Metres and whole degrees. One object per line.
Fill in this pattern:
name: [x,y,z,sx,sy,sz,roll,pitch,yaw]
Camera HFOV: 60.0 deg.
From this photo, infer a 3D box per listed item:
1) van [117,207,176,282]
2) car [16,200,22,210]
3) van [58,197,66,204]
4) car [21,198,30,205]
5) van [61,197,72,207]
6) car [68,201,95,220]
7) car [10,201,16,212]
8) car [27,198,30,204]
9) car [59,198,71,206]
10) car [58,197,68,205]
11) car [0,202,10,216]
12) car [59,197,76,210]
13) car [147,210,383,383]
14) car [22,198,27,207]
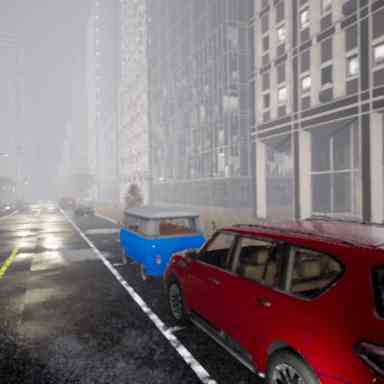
van: [-1.040,1.373,9.783,1.690,1.788,3.998,-2,0,-23]
car: [-28.876,2.155,53.304,1.752,1.417,4.829,-2,0,-23]
van: [-32.480,2.071,82.875,1.690,1.788,3.998,-2,0,-23]
car: [-42.419,2.367,84.785,1.967,1.590,4.097,-2,0,-23]
van: [-23.497,1.874,61.992,1.690,1.788,3.998,-2,0,-23]
car: [-10.017,1.784,30.667,2.008,1.369,4.403,-2,0,-23]
car: [-24.454,1.972,43.017,1.967,1.590,4.097,-2,0,-23]
car: [-37.925,2.380,74.344,2.008,1.369,4.403,-2,0,-23]
car: [-25.740,2.022,67.213,1.967,1.590,4.097,-2,0,-23]
car: [-30.232,2.121,77.655,1.967,1.590,4.097,-2,0,-23]
car: [-22.204,2.064,37.796,1.802,1.307,4.206,-2,0,-23]
car: [-19.007,1.748,51.550,2.192,1.841,5.009,-2,0,-23]
car: [1.204,1.297,4.561,2.192,1.841,5.009,-2,0,-23]
car: [-33.434,2.296,63.902,1.947,1.339,4.313,-2,0,-23]
